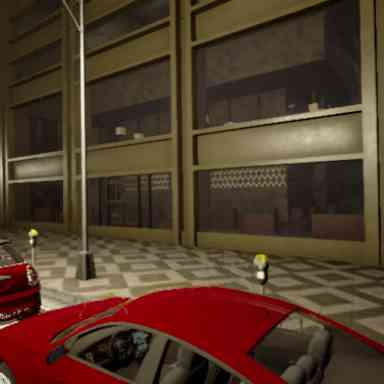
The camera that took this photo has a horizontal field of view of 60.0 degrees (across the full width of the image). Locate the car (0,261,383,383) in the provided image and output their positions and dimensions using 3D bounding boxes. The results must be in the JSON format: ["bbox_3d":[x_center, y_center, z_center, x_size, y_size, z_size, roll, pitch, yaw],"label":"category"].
[{"bbox_3d":[-0.095,1.557,2.927,4.507,1.381,1.887,-1,-1,36],"label":"car"}]

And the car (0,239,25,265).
[{"bbox_3d":[-4.673,1.496,6.197,4.097,1.590,1.967,-1,-1,36],"label":"car"}]
